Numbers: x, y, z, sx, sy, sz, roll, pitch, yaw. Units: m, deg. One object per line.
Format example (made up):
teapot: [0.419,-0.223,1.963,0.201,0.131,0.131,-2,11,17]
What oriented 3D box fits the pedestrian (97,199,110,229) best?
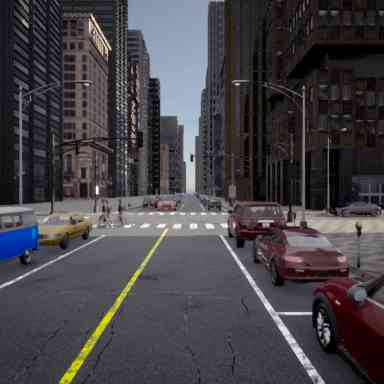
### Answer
pedestrian: [-5.405,1.295,20.239,0.375,1.860,0.375,0,0,0]

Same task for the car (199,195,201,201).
car: [2.754,1.556,58.679,1.887,1.381,4.507,0,0,0]

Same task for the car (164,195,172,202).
car: [-5.773,1.550,81.062,1.752,1.417,4.829,0,0,0]

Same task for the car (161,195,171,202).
car: [-5.773,1.461,75.591,1.967,1.590,4.097,0,0,0]

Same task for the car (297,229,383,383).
car: [2.760,1.440,3.429,1.967,1.590,4.097,0,0,0]

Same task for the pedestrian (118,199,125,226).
pedestrian: [-4.577,1.297,21.700,0.375,1.860,0.375,0,0,0]

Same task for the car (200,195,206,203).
car: [2.755,1.560,53.039,2.008,1.369,4.403,0,0,0]

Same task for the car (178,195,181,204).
car: [-3.096,1.609,50.832,1.895,1.301,4.718,0,0,0]

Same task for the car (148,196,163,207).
car: [-5.771,1.449,53.029,1.967,1.590,4.097,0,0,0]

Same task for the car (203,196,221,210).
car: [2.756,1.556,41.757,2.008,1.369,4.403,0,0,0]

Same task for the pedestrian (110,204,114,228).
pedestrian: [-5.319,1.295,20.967,0.375,1.860,0.375,0,0,0]

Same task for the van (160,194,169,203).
van: [-5.773,1.358,69.950,1.690,1.788,3.998,0,0,0]

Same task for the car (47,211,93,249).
car: [-5.766,1.526,14.603,1.752,1.417,4.829,0,0,0]

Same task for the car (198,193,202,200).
car: [2.753,1.457,69.960,1.967,1.590,4.097,0,0,0]

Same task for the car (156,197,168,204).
car: [-5.771,1.596,64.309,1.802,1.307,4.206,0,0,0]

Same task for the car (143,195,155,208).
car: [-5.770,1.322,47.387,2.192,1.841,5.009,0,0,0]

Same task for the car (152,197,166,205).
car: [-5.771,1.577,58.670,1.947,1.339,4.313,0,0,0]

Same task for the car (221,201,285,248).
car: [2.758,1.315,14.784,2.192,1.841,5.009,0,0,0]

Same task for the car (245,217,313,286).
car: [2.759,1.582,9.106,1.802,1.307,4.206,0,0,0]

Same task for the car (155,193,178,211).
car: [-3.046,1.357,40.709,2.097,1.767,4.553,0,0,-2]

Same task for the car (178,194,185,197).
car: [-3.053,1.562,64.665,2.033,1.411,5.357,0,0,0]

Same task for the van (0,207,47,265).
van: [-5.766,1.341,9.095,1.690,1.788,3.998,0,0,0]

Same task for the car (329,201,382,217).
car: [14.666,1.527,29.944,4.181,1.385,1.994,0,0,0]
